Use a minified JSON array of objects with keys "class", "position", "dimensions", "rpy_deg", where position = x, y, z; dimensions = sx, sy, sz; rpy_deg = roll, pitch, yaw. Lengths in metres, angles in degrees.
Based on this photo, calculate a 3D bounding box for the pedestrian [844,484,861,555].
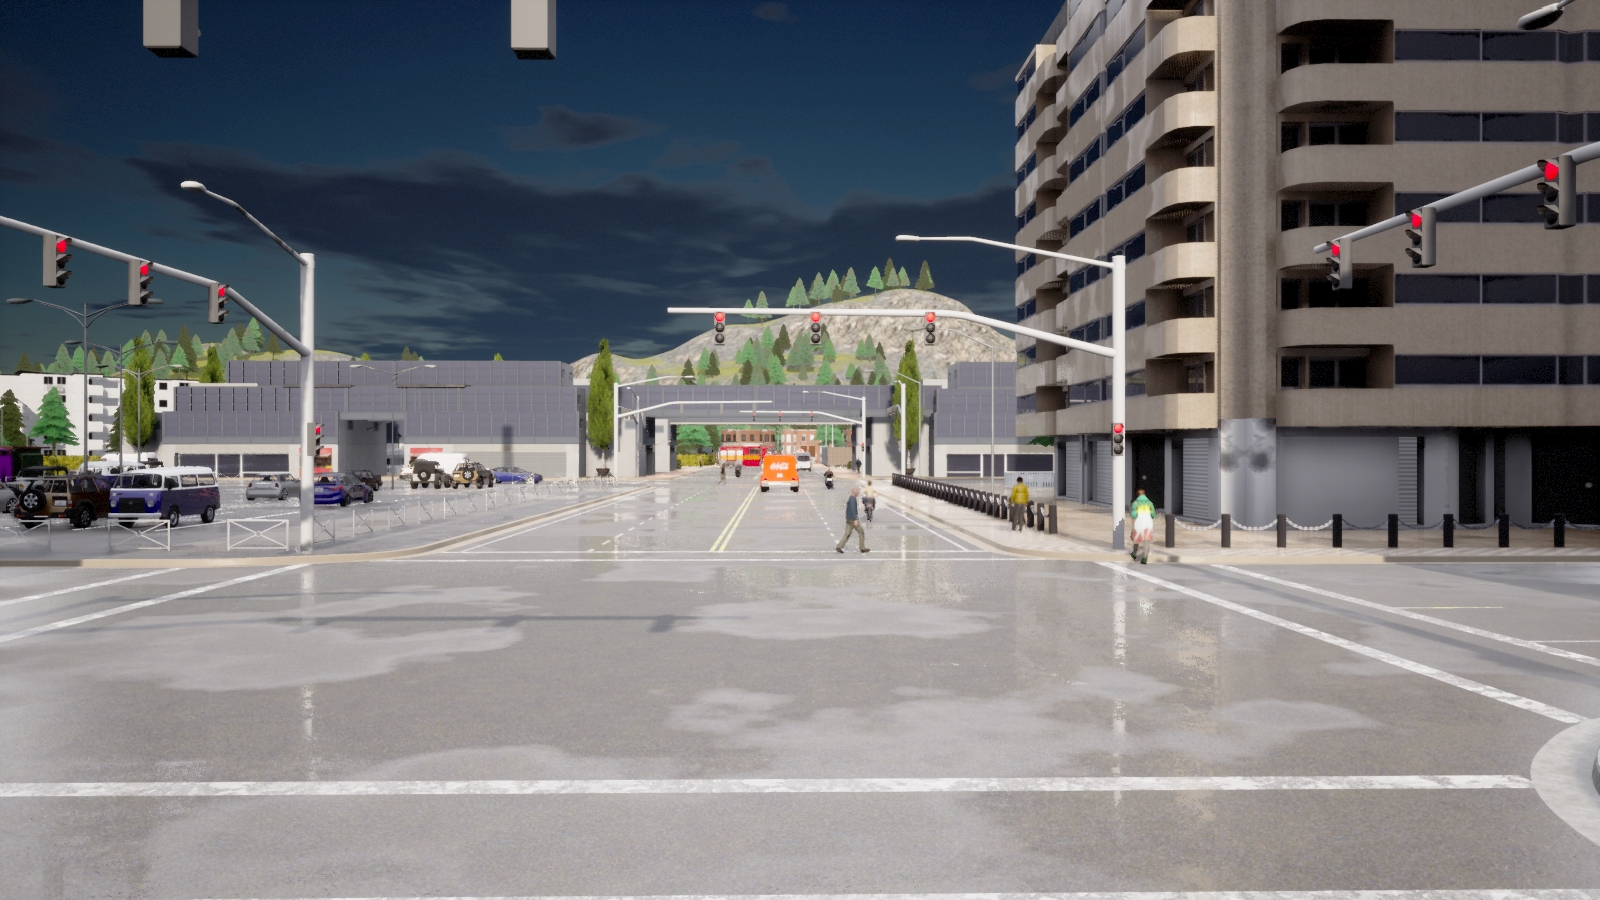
[{"class":"pedestrian","position":[1.403,1.842,30.491],"dimensions":[0.375,1.860,0.375],"rpy_deg":[0,0,-9]}]

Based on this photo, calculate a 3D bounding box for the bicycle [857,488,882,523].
[{"class":"bicycle","position":[2.719,2.158,44.784],"dimensions":[0.859,1.276,1.487],"rpy_deg":[0,0,-1]}]

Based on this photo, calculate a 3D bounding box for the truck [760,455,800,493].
[{"class":"truck","position":[-1.366,1.564,77.071],"dimensions":[2.627,2.467,5.204],"rpy_deg":[0,0,-1]}]

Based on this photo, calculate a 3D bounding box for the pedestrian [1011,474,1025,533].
[{"class":"pedestrian","position":[6.952,1.695,36.461],"dimensions":[0.375,1.860,0.375],"rpy_deg":[0,0,-4]}]

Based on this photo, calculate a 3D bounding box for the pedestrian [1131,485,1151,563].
[{"class":"pedestrian","position":[8.306,1.797,27.806],"dimensions":[0.375,1.860,0.375],"rpy_deg":[0,0,1]}]
